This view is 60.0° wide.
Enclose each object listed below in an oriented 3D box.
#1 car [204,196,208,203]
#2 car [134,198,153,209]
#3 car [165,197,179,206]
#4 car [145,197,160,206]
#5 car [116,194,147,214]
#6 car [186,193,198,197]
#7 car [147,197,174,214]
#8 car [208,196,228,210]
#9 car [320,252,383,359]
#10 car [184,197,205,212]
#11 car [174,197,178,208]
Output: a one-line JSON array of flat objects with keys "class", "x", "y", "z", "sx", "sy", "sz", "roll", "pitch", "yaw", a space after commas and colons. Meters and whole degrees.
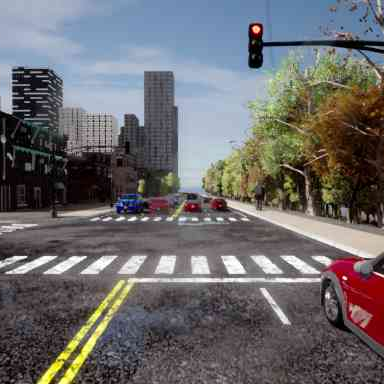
[{"class": "car", "x": 3.374, "y": 1.538, "z": 67.241, "sx": 1.994, "sy": 1.385, "sz": 4.181, "roll": 0, "pitch": 0, "yaw": 0}, {"class": "car", "x": -6.567, "y": 1.585, "z": 45.543, "sx": 1.895, "sy": 1.301, "sz": 4.718, "roll": 0, "pitch": 0, "yaw": 0}, {"class": "car", "x": -3.300, "y": 1.527, "z": 56.410, "sx": 2.033, "sy": 1.411, "sz": 5.357, "roll": 0, "pitch": 0, "yaw": 0}, {"class": "car", "x": -6.547, "y": 1.544, "z": 55.926, "sx": 1.994, "sy": 1.385, "sz": 4.181, "roll": 0, "pitch": 0, "yaw": 2}, {"class": "car", "x": -6.571, "y": 1.210, "z": 35.797, "sx": 2.150, "sy": 2.045, "sz": 5.566, "roll": 0, "pitch": 0, "yaw": 0}, {"class": "car", "x": 0.021, "y": 1.198, "z": 65.272, "sx": 2.150, "sy": 2.045, "sz": 5.566, "roll": 0, "pitch": 0, "yaw": 0}, {"class": "car", "x": -3.324, "y": 1.466, "z": 35.545, "sx": 1.882, "sy": 1.535, "sz": 5.008, "roll": 0, "pitch": 0, "yaw": 0}, {"class": "car", "x": 3.365, "y": 1.463, "z": 42.051, "sx": 1.882, "sy": 1.535, "sz": 5.008, "roll": 0, "pitch": 0, "yaw": 0}, {"class": "car", "x": 3.350, "y": 1.351, "z": 4.175, "sx": 2.097, "sy": 1.767, "sz": 4.553, "roll": 0, "pitch": 0, "yaw": 0}, {"class": "car", "x": 0.113, "y": 1.551, "z": 38.606, "sx": 1.994, "sy": 1.385, "sz": 4.181, "roll": 0, "pitch": 0, "yaw": 0}, {"class": "car", "x": -3.315, "y": 1.532, "z": 45.576, "sx": 2.033, "sy": 1.411, "sz": 5.357, "roll": 0, "pitch": 0, "yaw": 0}]
